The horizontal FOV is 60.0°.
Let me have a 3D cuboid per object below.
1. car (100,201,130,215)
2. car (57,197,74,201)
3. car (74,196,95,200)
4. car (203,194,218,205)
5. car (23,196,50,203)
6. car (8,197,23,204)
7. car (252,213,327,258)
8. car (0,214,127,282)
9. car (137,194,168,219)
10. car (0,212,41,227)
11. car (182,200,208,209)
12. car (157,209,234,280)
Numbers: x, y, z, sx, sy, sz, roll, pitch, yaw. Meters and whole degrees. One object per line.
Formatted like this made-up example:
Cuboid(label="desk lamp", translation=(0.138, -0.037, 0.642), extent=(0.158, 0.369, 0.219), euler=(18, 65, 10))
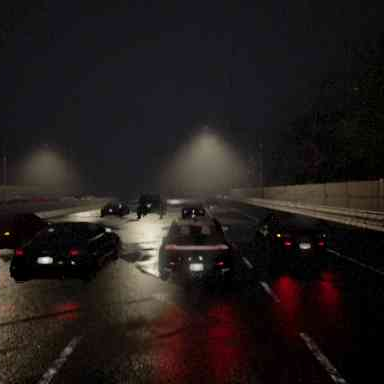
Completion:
Cuboid(label="car", translation=(-6.894, 1.529, 30.244), extent=(1.994, 1.385, 4.181), euler=(0, 0, 0))
Cuboid(label="car", translation=(-21.027, 1.546, 56.034), extent=(1.895, 1.301, 4.718), euler=(0, 0, 1))
Cuboid(label="car", translation=(-17.536, 1.437, 56.248), extent=(2.128, 1.511, 4.902), euler=(0, 0, 1))
Cuboid(label="car", translation=(3.504, 1.507, 59.202), extent=(1.994, 1.385, 4.181), euler=(0, 0, 0))
Cuboid(label="car", translation=(-24.544, 1.424, 53.418), extent=(1.882, 1.535, 5.008), euler=(0, 0, 1))
Cuboid(label="car", translation=(-28.029, 1.510, 54.168), extent=(1.994, 1.385, 4.181), euler=(0, 0, 1))
Cuboid(label="car", translation=(3.501, 1.509, 12.578), extent=(1.812, 1.442, 4.674), euler=(0, 0, 0))
Cuboid(label="car", translation=(-3.396, 1.552, 9.708), extent=(1.994, 1.385, 4.181), euler=(0, 0, 0))
Cuboid(label="car", translation=(-3.394, 1.188, 28.890), extent=(2.150, 2.045, 5.566), euler=(0, 0, 0))
Cuboid(label="car", translation=(-6.898, 1.509, 13.115), extent=(1.812, 1.442, 4.674), euler=(0, 0, 0))
Cuboid(label="car", translation=(0.105, 1.568, 28.219), extent=(1.895, 1.301, 4.718), euler=(0, 0, 0))
Cuboid(label="car", translation=(0.103, 1.479, 9.912), extent=(2.128, 1.511, 4.902), euler=(0, 0, 0))
